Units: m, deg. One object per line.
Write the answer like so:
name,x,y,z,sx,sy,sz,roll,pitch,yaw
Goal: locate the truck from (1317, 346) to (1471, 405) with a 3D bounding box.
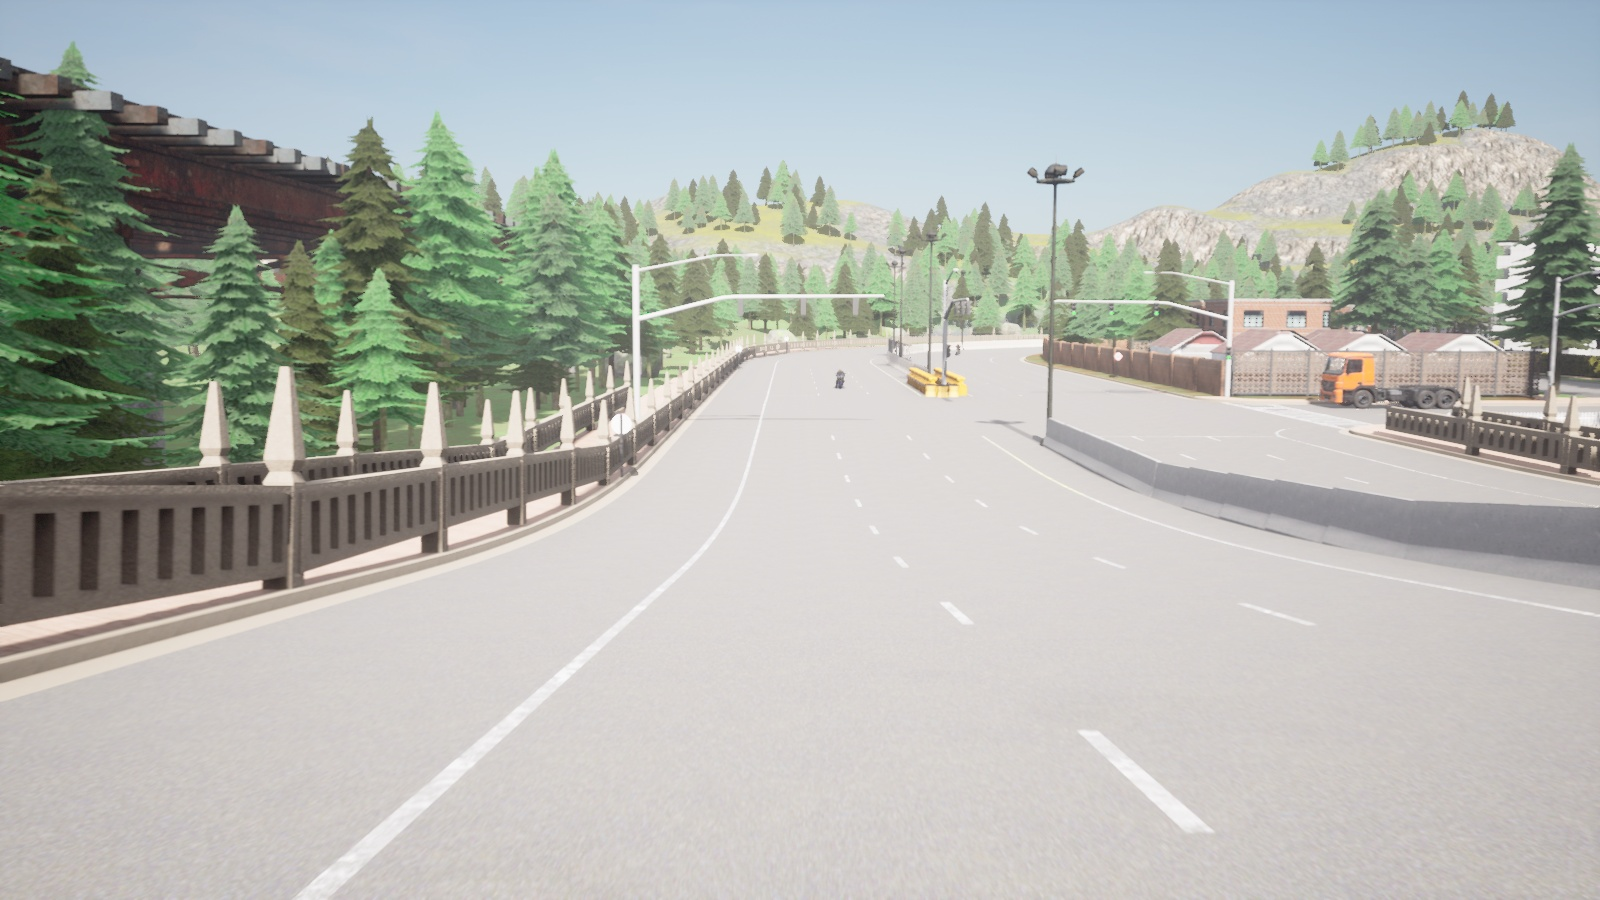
truck,36.327,-4.598,77.013,7.936,3.462,2.891,0,6,1
